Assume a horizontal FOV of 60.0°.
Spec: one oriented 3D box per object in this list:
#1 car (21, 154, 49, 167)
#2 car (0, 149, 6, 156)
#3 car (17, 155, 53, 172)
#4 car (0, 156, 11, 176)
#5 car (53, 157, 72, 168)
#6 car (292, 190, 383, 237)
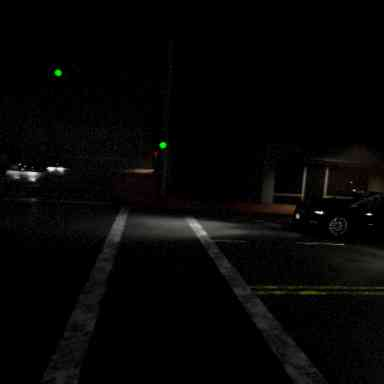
[{"bbox_3d":[-21.269,-4.349,45.212,1.882,1.535,5.008,3,5,-7],"label":"car"},{"bbox_3d":[-19.574,-3.167,31.448,2.150,2.045,5.566,3,5,-8],"label":"car"},{"bbox_3d":[-16.459,-2.976,34.586,1.837,1.490,4.892,3,6,-7],"label":"car"},{"bbox_3d":[-15.149,-1.808,24.372,1.895,1.301,4.718,3,6,-9],"label":"car"},{"bbox_3d":[-17.763,-4.032,45.267,1.994,1.385,4.181,3,6,-7],"label":"car"},{"bbox_3d":[6.124,0.708,11.933,4.902,1.511,2.128,3,6,-9],"label":"car"}]
